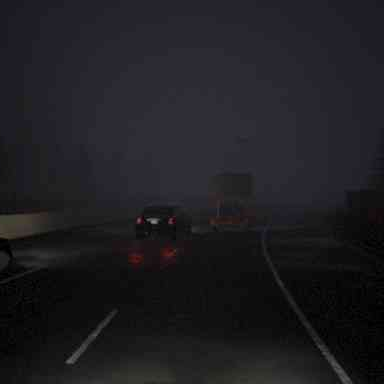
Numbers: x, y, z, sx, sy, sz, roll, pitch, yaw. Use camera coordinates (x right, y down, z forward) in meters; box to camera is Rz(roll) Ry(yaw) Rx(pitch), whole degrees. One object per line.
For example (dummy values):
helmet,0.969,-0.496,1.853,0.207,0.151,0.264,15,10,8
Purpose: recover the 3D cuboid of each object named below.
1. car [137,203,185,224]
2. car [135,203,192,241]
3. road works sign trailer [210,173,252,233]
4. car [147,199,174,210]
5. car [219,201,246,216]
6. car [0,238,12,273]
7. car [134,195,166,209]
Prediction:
car,-2.411,1.705,27.689,2.033,1.411,5.357,0,0,18
car,-1.354,1.453,17.639,2.097,1.767,4.553,0,0,11
road works sign trailer,2.544,0.600,20.723,2.380,3.560,2.880,0,0,17
car,-4.621,1.806,49.528,1.812,1.442,4.674,0,0,29
car,4.369,1.710,35.685,1.882,1.535,5.008,0,0,23
car,-6.380,1.500,7.823,1.882,1.535,5.008,0,0,5
car,-6.606,1.518,53.165,2.150,2.045,5.566,0,-1,30
